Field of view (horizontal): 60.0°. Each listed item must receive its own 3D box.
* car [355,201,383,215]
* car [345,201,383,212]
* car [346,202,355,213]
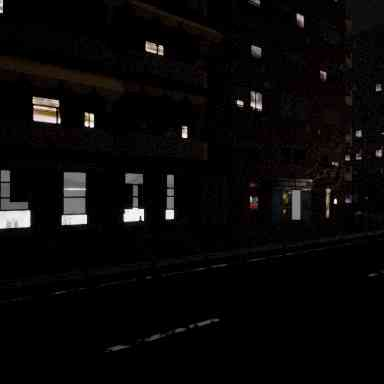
[{"bbox_3d":[19.702,1.727,37.239,2.128,1.511,4.902,0,-1,-35],"label":"car"},{"bbox_3d":[22.465,1.856,43.431,1.802,1.307,4.206,-1,0,-36],"label":"car"},{"bbox_3d":[15.476,1.595,38.332,2.192,1.841,5.009,-1,0,-36],"label":"car"}]
